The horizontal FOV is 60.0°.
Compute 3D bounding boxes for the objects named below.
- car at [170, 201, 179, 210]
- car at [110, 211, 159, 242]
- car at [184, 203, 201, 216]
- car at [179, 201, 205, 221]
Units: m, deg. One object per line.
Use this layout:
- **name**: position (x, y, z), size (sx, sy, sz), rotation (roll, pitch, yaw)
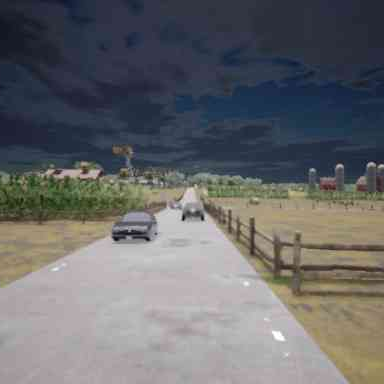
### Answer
- **car**: position (-2.788, 2.386, 58.913), size (2.128, 1.511, 4.902), rotation (0, -1, 1)
- **car**: position (-2.847, 1.741, 17.752), size (2.033, 1.411, 5.357), rotation (0, -1, 0)
- **car**: position (0.075, 2.147, 42.198), size (2.033, 1.411, 5.357), rotation (0, -1, 0)
- **car**: position (0.096, 1.765, 31.710), size (2.097, 1.767, 4.553), rotation (0, -1, 0)
